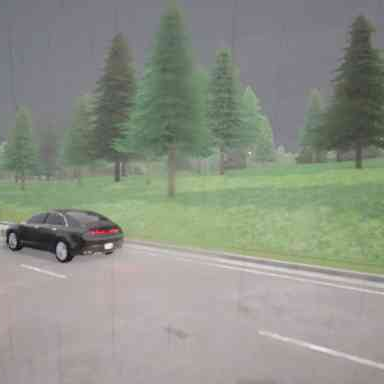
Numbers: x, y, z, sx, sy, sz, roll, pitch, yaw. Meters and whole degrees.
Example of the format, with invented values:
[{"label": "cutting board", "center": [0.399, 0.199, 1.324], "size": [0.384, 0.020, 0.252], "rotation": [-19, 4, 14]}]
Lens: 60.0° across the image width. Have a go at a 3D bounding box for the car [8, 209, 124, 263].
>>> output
[{"label": "car", "center": [-4.441, 1.329, 11.346], "size": [4.892, 1.490, 1.837], "rotation": [1, 1, 36]}]
